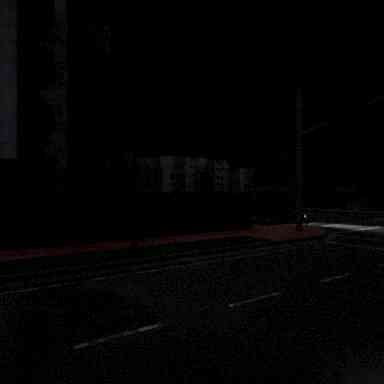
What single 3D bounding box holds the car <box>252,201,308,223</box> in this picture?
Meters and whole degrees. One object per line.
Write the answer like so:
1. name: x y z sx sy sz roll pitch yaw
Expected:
1. car: 6.727 1.491 26.027 2.128 1.511 4.902 0 0 -36
